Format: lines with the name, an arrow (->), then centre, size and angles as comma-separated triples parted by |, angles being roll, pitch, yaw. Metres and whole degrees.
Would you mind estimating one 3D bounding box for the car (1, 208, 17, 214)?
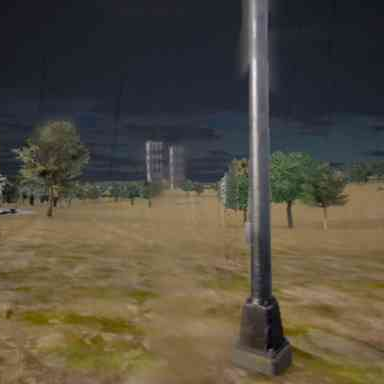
car -> -41.143, 4.345, 74.823 | 1.994, 1.385, 4.181 | -1, -3, -7
